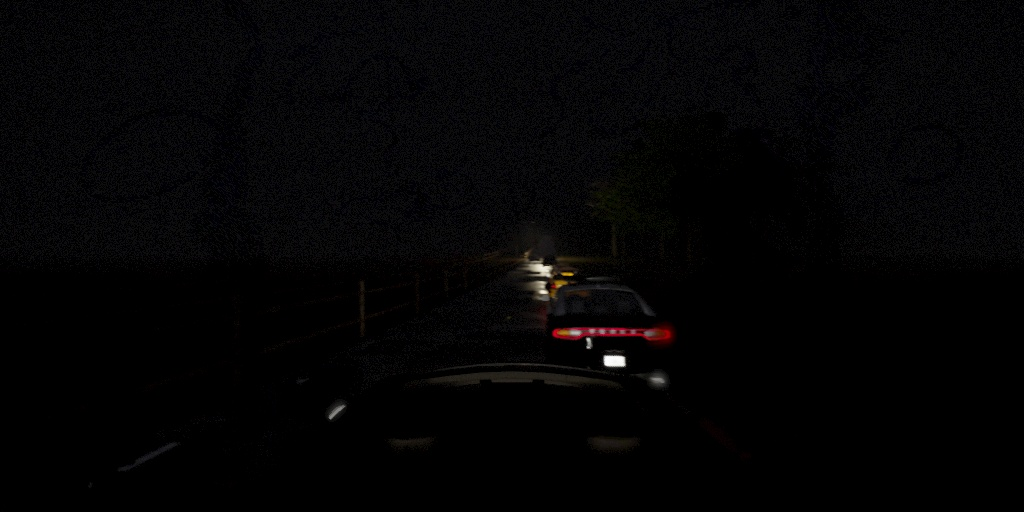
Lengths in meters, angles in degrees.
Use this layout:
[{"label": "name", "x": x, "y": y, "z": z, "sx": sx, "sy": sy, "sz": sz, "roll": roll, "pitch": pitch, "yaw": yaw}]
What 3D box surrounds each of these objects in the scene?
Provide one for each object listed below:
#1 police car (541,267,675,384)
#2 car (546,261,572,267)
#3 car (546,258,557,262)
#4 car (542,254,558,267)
[{"label": "police car", "x": 1.626, "y": 1.195, "z": 7.327, "sx": 1.930, "sy": 1.638, "sz": 5.238, "roll": -1, "pitch": 0, "yaw": 6}, {"label": "car", "x": 2.669, "y": 1.216, "z": 17.350, "sx": 1.801, "sy": 1.575, "sz": 5.366, "roll": -1, "pitch": 0, "yaw": 6}, {"label": "car", "x": 3.290, "y": 1.172, "z": 23.317, "sx": 1.801, "sy": 1.575, "sz": 5.366, "roll": -1, "pitch": 0, "yaw": 6}, {"label": "car", "x": 5.351, "y": 0.592, "z": 50.514, "sx": 2.097, "sy": 1.767, "sz": 4.553, "roll": -1, "pitch": 1, "yaw": 6}]
